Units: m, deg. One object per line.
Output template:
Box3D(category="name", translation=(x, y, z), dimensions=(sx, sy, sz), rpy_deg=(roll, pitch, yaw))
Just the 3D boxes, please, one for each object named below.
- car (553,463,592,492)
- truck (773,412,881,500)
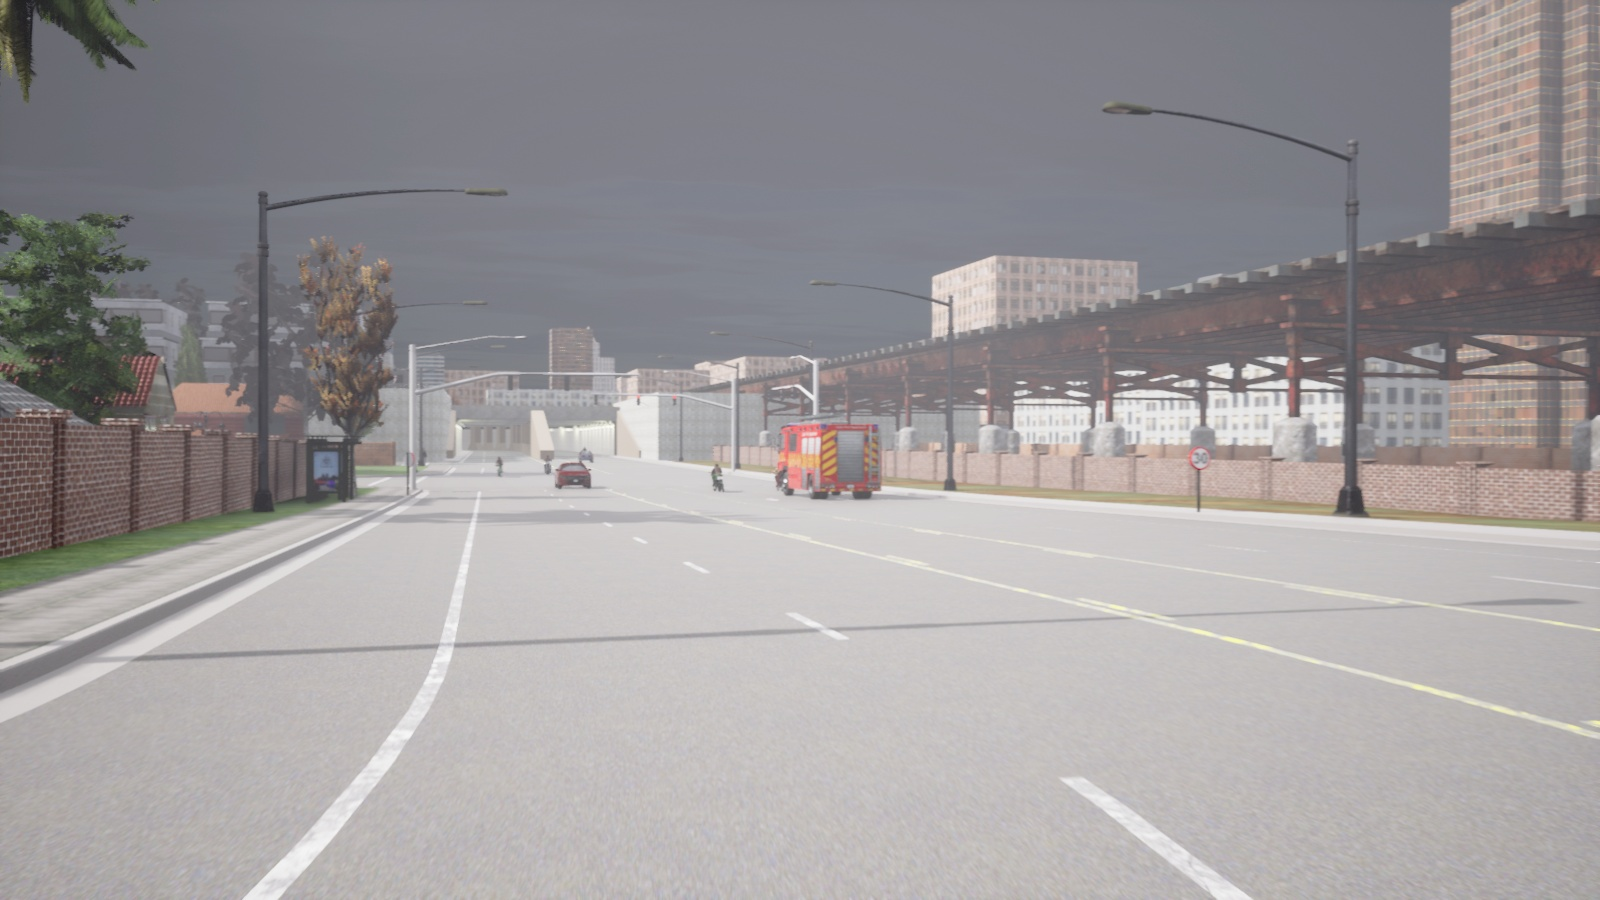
Box3D(category="car", translation=(-13.309, 1.564, 73.340), dimensions=(1.882, 1.535, 5.008), rpy_deg=(0, 0, -14))
Box3D(category="truck", translation=(1.114, 0.288, 58.956), dimensions=(2.891, 3.827, 8.468), rpy_deg=(0, 0, -14))
